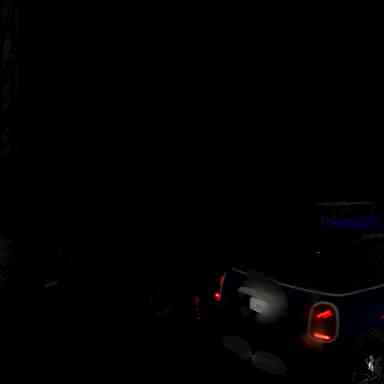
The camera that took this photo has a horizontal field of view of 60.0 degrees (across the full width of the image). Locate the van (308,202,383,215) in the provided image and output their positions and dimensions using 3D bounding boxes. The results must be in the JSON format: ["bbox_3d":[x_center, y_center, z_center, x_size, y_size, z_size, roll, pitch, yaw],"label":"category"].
[{"bbox_3d":[7.074,1.342,15.444,3.998,1.788,1.690,0,0,-36],"label":"van"}]

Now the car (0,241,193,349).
[{"bbox_3d":[-2.133,1.601,5.720,4.718,1.301,1.895,0,0,-36],"label":"car"}]

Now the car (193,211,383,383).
[{"bbox_3d":[2.514,1.351,5.104,4.553,1.767,2.097,0,0,-35],"label":"car"}]
